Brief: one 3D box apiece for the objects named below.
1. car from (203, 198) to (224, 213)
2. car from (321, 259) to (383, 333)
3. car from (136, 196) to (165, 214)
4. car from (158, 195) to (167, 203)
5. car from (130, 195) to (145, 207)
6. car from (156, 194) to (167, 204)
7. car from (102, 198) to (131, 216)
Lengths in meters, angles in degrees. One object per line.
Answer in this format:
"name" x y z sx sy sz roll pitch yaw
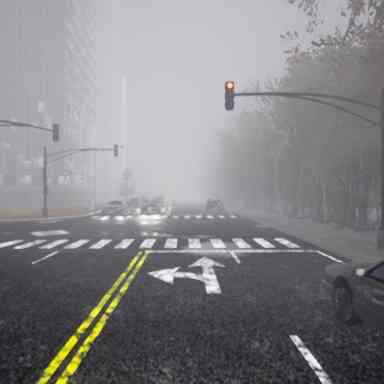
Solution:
"car" 2.363 1.442 37.098 2.128 1.511 4.902 -2 -2 -2
"car" 3.425 1.369 3.904 2.033 1.411 5.357 1 -2 -1
"car" -4.221 1.477 34.849 2.128 1.511 4.902 0 0 -3
"car" -5.001 1.487 50.070 1.837 1.490 4.892 0 0 -3
"car" -8.041 1.487 46.236 1.837 1.490 4.892 0 0 -3
"car" -5.996 1.338 65.840 2.097 1.767 4.553 0 0 -4
"car" -7.361 1.512 32.142 1.812 1.442 4.674 0 0 -2
